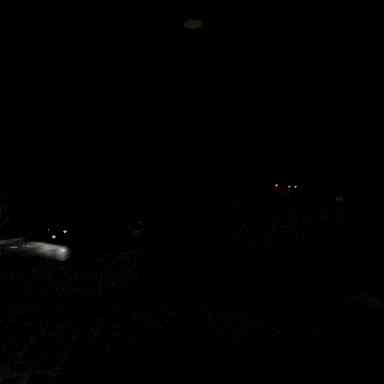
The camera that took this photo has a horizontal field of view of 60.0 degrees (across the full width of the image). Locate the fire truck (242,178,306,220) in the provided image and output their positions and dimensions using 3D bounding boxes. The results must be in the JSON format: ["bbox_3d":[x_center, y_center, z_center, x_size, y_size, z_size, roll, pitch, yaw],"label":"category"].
[{"bbox_3d":[7.865,0.750,31.162,2.891,3.827,8.468,0,0,36],"label":"fire truck"}]

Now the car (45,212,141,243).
[{"bbox_3d":[-5.081,1.791,18.108,2.033,1.411,5.357,0,0,36],"label":"car"}]

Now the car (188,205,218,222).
[{"bbox_3d":[1.626,1.834,27.386,2.128,1.511,4.902,0,0,36],"label":"car"}]
